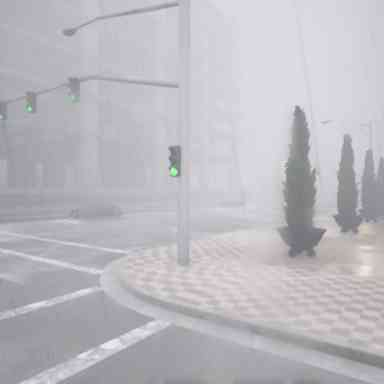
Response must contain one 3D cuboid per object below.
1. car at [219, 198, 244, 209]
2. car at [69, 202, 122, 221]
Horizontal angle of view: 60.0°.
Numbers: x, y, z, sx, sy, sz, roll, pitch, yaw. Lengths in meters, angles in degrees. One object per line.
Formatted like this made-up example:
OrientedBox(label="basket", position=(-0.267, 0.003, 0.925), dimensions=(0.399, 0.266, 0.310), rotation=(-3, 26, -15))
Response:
OrientedBox(label="car", position=(5.277, 1.458, 44.306), dimensions=(1.994, 1.385, 4.181), rotation=(0, 0, 36))
OrientedBox(label="car", position=(-7.599, 1.458, 26.476), dimensions=(1.994, 1.385, 4.181), rotation=(0, 0, 36))
